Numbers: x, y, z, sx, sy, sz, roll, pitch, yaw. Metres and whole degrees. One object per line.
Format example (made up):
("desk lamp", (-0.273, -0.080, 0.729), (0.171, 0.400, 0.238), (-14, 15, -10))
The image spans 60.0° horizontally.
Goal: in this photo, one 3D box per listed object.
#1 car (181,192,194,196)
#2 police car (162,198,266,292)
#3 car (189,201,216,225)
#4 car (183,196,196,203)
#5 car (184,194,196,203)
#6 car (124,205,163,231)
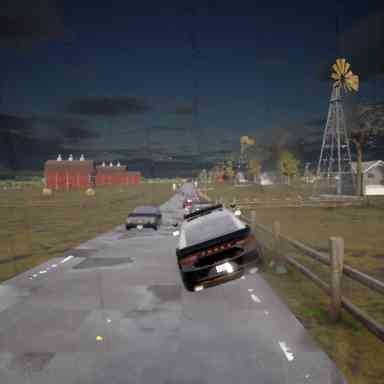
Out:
("car", (-0.211, 1.237, 47.044), (2.097, 1.767, 4.553), (0, 0, 0))
("police car", (0.526, 1.199, 9.208), (1.930, 1.638, 5.238), (-18, 3, 0))
("car", (0.705, 1.471, 25.130), (1.837, 1.490, 4.892), (0, 0, 0))
("car", (0.660, 1.308, 19.089), (2.097, 1.767, 4.553), (-1, 0, 0))
("car", (-0.290, 1.209, 60.562), (2.128, 1.511, 4.902), (0, 1, 0))
("car", (-2.850, 1.521, 20.783), (2.033, 1.411, 5.357), (0, 0, 0))
